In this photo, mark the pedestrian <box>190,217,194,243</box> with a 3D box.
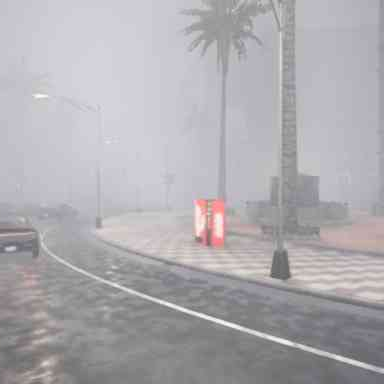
[{"bbox_3d":[0.146,1.595,14.265,0.500,1.100,0.500,0,0,-38],"label":"pedestrian"}]

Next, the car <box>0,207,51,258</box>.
[{"bbox_3d":[-6.851,1.521,12.195,2.128,1.511,4.902,0,0,-33],"label":"car"}]

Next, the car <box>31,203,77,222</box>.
[{"bbox_3d":[-11.100,1.610,27.566,1.812,1.442,4.674,0,0,0],"label":"car"}]

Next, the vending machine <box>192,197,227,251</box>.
[{"bbox_3d":[0.722,1.269,13.696,1.100,2.100,0.880,1,0,-38],"label":"vending machine"}]

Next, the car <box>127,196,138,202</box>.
[{"bbox_3d":[-16.527,1.890,92.290,2.161,1.482,4.786,0,0,7],"label":"car"}]

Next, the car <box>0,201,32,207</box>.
[{"bbox_3d":[-15.101,1.652,30.654,1.994,1.385,4.181,0,-1,7],"label":"car"}]
